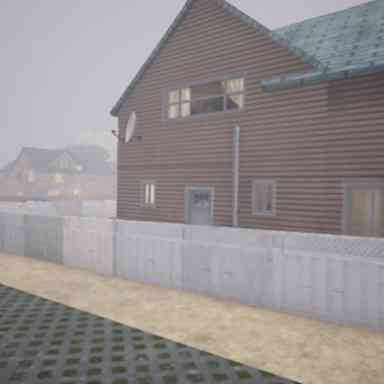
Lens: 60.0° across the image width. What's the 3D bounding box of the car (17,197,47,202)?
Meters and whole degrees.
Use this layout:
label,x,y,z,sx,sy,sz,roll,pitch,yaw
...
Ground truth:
label,x,y,z,sx,sy,sz,roll,pitch,yaw
car,-16.646,1.358,33.641,2.097,1.767,4.553,2,1,37
